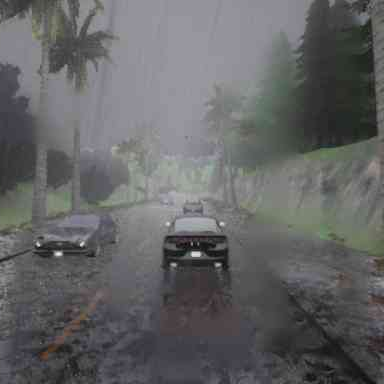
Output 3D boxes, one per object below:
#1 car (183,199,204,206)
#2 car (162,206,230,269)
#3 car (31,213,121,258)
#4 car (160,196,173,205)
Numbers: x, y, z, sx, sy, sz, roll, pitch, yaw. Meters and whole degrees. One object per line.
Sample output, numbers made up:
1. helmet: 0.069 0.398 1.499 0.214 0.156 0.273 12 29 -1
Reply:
1. car: 0.110 1.416 32.373 2.128 1.511 4.902 0 0 0
2. car: 0.104 1.451 11.065 1.882 1.535 5.008 0 0 0
3. car: -4.097 1.517 12.868 2.033 1.411 5.357 0 0 0
4. car: -4.063 1.365 53.866 2.128 1.511 4.902 0 0 0
